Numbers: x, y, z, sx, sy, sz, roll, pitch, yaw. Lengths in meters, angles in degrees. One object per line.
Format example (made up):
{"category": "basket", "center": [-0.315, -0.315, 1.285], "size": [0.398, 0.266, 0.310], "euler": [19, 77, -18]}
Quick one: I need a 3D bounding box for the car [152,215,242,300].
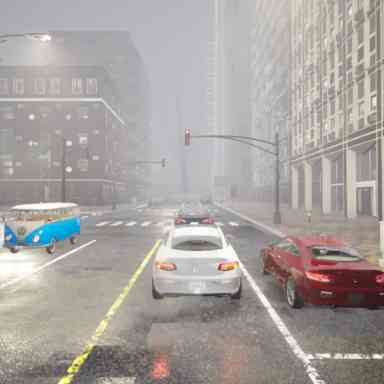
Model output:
{"category": "car", "center": [0.103, 1.528, 8.298], "size": [1.812, 1.442, 4.674], "euler": [0, 0, 0]}

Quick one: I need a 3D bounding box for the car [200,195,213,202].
{"category": "car", "center": [2.684, 1.595, 56.793], "size": [1.802, 1.307, 4.206], "euler": [1, 0, 0]}

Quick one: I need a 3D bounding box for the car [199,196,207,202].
{"category": "car", "center": [2.677, 1.599, 79.412], "size": [1.802, 1.307, 4.206], "euler": [1, 0, 0]}

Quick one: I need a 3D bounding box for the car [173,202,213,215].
{"category": "car", "center": [0.071, 1.509, 17.410], "size": [2.163, 1.488, 4.792], "euler": [0, 0, -1]}

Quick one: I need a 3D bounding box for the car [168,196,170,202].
{"category": "car", "center": [-5.698, 1.580, 62.443], "size": [1.947, 1.339, 4.313], "euler": [1, 0, 0]}

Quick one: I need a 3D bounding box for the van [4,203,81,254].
{"category": "van", "center": [-5.766, 1.345, 13.217], "size": [1.690, 1.788, 3.998], "euler": [1, 0, 0]}

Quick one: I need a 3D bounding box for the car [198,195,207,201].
{"category": "car", "center": [2.675, 1.569, 85.066], "size": [2.008, 1.369, 4.403], "euler": [1, 0, 0]}

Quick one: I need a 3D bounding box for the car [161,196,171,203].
{"category": "car", "center": [-5.702, 1.598, 73.752], "size": [1.802, 1.307, 4.206], "euler": [1, 0, 0]}

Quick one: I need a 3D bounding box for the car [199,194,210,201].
{"category": "car", "center": [2.686, 1.329, 62.448], "size": [2.192, 1.841, 5.009], "euler": [1, 0, 0]}

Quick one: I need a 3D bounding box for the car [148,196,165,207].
{"category": "car", "center": [-5.694, 1.563, 51.133], "size": [2.008, 1.369, 4.403], "euler": [1, 0, 0]}

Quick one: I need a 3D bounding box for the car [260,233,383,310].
{"category": "car", "center": [2.699, 1.584, 7.536], "size": [1.802, 1.307, 4.206], "euler": [1, 0, 0]}

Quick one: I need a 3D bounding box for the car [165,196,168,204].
{"category": "car", "center": [-5.696, 1.564, 56.788], "size": [2.008, 1.369, 4.403], "euler": [1, 0, 0]}
